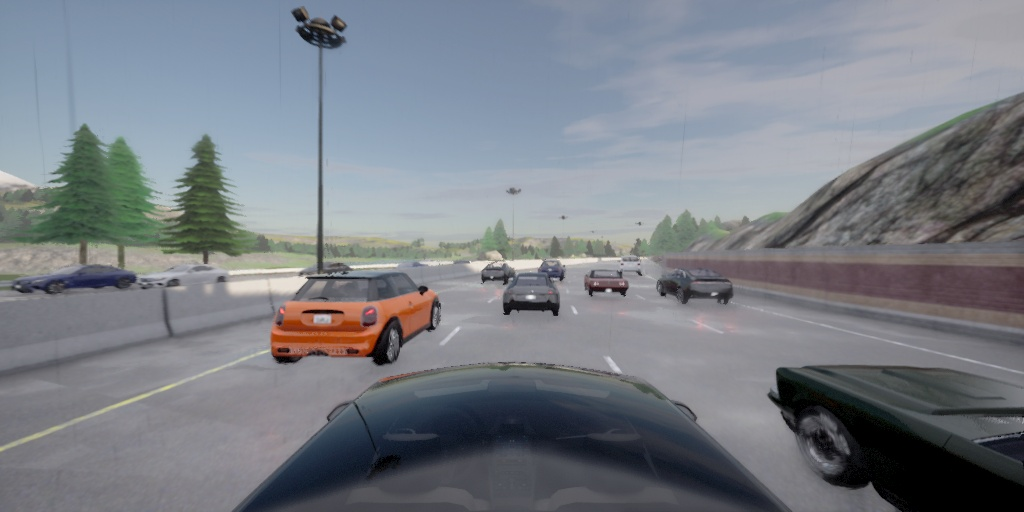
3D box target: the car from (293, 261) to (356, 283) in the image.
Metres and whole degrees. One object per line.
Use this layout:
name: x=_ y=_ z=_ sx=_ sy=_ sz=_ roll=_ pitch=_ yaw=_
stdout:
car: x=-14.941 y=1.211 z=28.893 sx=1.837 sy=1.490 sz=4.892 roll=0 pitch=0 yaw=11

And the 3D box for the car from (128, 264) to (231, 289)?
car: x=-19.609 y=1.216 z=21.747 sx=1.812 sy=1.442 sz=4.674 roll=0 pitch=0 yaw=8

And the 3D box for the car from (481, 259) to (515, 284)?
car: x=-0.938 y=1.242 z=26.604 sx=2.128 sy=1.511 sz=4.902 roll=0 pitch=0 yaw=10

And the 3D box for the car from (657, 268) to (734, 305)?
car: x=8.090 y=1.270 z=16.283 sx=2.128 sy=1.511 sz=4.902 roll=0 pitch=0 yaw=6

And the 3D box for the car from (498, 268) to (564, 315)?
car: x=0.797 y=1.318 z=13.721 sx=1.994 sy=1.385 sz=4.181 roll=0 pitch=0 yaw=5

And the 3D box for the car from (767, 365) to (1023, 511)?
car: x=3.648 y=1.363 z=1.659 sx=1.895 sy=1.301 sz=4.718 roll=0 pitch=0 yaw=0

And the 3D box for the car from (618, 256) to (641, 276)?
car: x=12.894 y=1.019 z=39.215 sx=2.150 sy=2.045 sz=5.566 roll=0 pitch=0 yaw=17

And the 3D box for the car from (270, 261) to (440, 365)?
car: x=-3.118 y=1.093 z=8.209 sx=2.097 sy=1.767 sz=4.553 roll=0 pitch=0 yaw=3

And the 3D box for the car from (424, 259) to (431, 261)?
car: x=-10.076 y=1.249 z=35.152 sx=1.812 sy=1.442 sz=4.674 roll=0 pitch=0 yaw=13

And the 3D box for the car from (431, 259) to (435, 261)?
car: x=-13.849 y=1.240 z=58.938 sx=1.812 sy=1.442 sz=4.674 roll=0 pitch=0 yaw=20

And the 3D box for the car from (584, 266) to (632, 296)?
car: x=4.945 y=1.369 z=19.420 sx=1.895 sy=1.301 sz=4.718 roll=0 pitch=0 yaw=8

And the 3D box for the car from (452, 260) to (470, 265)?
car: x=-8.846 y=1.295 z=62.418 sx=1.994 sy=1.385 sz=4.181 roll=0 pitch=0 yaw=21

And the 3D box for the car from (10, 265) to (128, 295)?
car: x=-23.412 y=1.204 z=19.502 sx=1.812 sy=1.442 sz=4.674 roll=0 pitch=0 yaw=7

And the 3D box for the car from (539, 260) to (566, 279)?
car: x=3.463 y=1.118 z=30.672 sx=2.097 sy=1.767 sz=4.553 roll=0 pitch=0 yaw=12
